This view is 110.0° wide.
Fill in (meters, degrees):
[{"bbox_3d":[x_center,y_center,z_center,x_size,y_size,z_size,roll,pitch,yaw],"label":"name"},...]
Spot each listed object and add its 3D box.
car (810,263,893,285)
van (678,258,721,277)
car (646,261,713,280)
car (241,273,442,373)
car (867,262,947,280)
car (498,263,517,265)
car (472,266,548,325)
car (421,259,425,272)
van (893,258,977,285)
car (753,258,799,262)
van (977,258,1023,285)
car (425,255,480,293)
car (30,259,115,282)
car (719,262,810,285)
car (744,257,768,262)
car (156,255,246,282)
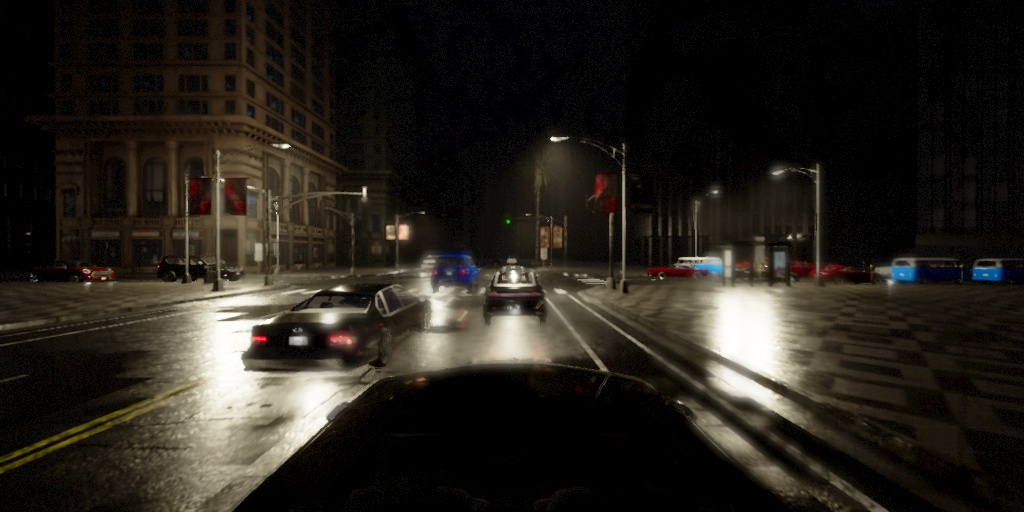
[{"bbox_3d":[22.746,1.304,24.423,4.207,1.307,1.802,0,0,0],"label":"car"},{"bbox_3d":[17.064,1.036,32.946,3.998,1.789,1.690,0,0,0],"label":"van"},{"bbox_3d":[13.892,1.309,30.281,4.718,1.301,1.895,0,0,2],"label":"car"},{"bbox_3d":[-3.148,1.293,7.794,2.033,1.411,5.357,0,0,0],"label":"car"},{"bbox_3d":[33.277,1.220,30.282,4.674,1.442,1.812,0,0,1],"label":"car"},{"bbox_3d":[0.095,1.332,24.627,1.895,1.301,4.718,0,0,0],"label":"car"},{"bbox_3d":[0.088,1.233,11.828,2.128,1.511,4.902,0,0,0],"label":"car"},{"bbox_3d":[-9.848,0.937,45.495,2.150,2.045,5.566,0,0,0],"label":"car"},{"bbox_3d":[28.424,1.059,24.426,3.998,1.789,1.690,0,0,0],"label":"van"},{"bbox_3d":[23.334,1.178,30.282,5.008,1.535,1.882,0,0,0],"label":"car"},{"bbox_3d":[34.101,1.056,24.428,3.998,1.789,1.690,0,0,0],"label":"van"},{"bbox_3d":[-3.151,0.957,20.683,2.150,2.045,5.566,0,0,0],"label":"car"},{"bbox_3d":[-33.164,1.120,27.170,4.553,1.767,2.097,0,0,0],"label":"car"},{"bbox_3d":[17.069,1.277,24.421,4.403,1.370,2.007,0,0,0],"label":"car"},{"bbox_3d":[22.741,1.005,32.948,5.009,1.841,2.192,0,0,0],"label":"car"},{"bbox_3d":[-23.446,0.977,27.116,5.566,2.045,2.150,0,0,0],"label":"car"}]
